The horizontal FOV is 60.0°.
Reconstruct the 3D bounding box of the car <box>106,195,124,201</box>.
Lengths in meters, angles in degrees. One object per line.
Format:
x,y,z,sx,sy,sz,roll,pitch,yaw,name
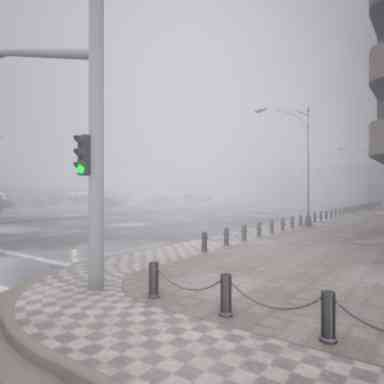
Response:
-18.374,1.394,79.346,1.970,1.475,3.806,0,0,36,car

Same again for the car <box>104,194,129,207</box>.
-12.620,1.413,53.584,1.970,1.475,3.806,0,0,36,car

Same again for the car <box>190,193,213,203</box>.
2.156,1.176,64.367,1.932,1.855,4.605,0,0,36,car

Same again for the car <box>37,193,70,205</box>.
-26.334,1.155,63.456,1.932,1.855,4.605,0,0,36,car

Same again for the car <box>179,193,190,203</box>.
-0.152,1.176,66.114,1.905,1.878,3.866,0,0,36,car

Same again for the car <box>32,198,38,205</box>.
-28.638,1.363,65.213,1.784,1.438,3.905,0,0,36,car

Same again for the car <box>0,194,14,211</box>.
-26.171,1.407,44.770,1.970,1.475,3.806,0,0,36,car

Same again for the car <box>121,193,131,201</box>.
-16.040,1.158,77.633,1.905,1.878,3.866,0,0,36,car
